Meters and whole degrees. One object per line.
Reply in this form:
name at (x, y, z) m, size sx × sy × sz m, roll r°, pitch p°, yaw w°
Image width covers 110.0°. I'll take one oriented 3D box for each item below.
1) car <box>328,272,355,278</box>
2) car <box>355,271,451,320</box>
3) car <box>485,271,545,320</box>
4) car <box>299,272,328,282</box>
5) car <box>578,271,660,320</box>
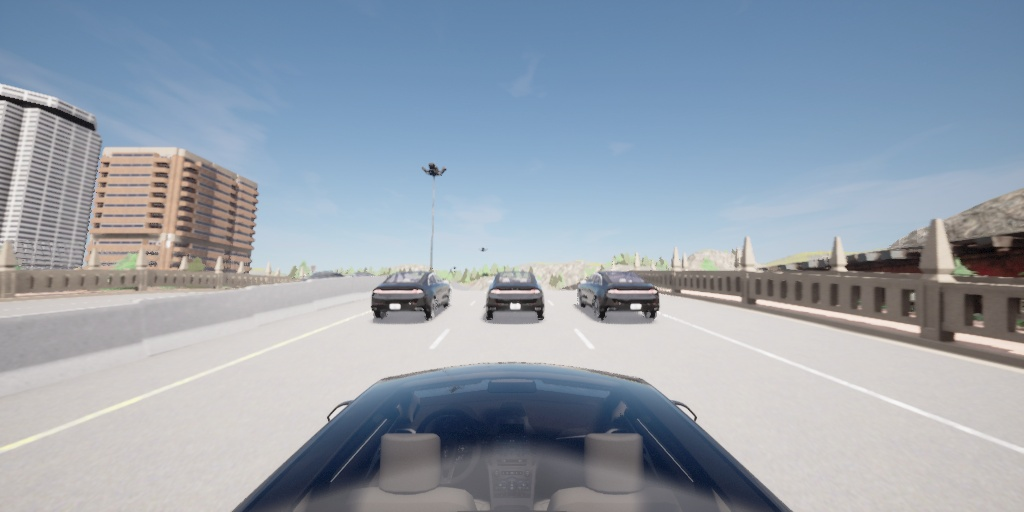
car at (-10.598, 1.833, 24.980) m, size 1.994 × 1.385 × 4.181 m, roll 0°, pitch -4°, yaw 0°
car at (-3.400, 1.290, 12.849) m, size 2.128 × 1.511 × 4.902 m, roll 0°, pitch -1°, yaw 0°
car at (0.100, 1.290, 12.840) m, size 2.128 × 1.511 × 4.902 m, roll 0°, pitch -1°, yaw 0°
car at (-14.098, 1.922, 27.121) m, size 1.837 × 1.490 × 4.892 m, roll 0°, pitch -5°, yaw 0°
car at (3.600, 1.291, 12.835) m, size 2.128 × 1.511 × 4.902 m, roll 0°, pitch -1°, yaw 0°
